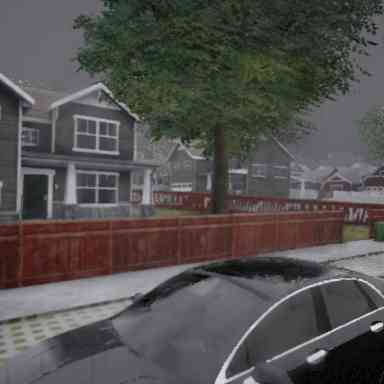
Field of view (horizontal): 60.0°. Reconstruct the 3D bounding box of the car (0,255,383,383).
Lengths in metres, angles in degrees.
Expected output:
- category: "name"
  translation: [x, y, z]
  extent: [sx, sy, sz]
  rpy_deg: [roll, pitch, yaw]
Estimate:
- category: "car"
  translation: [0.540, 1.525, 3.401]
  extent: [4.892, 1.490, 1.837]
  rpy_deg: [1, 0, -35]
